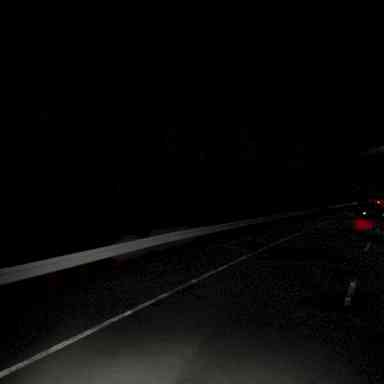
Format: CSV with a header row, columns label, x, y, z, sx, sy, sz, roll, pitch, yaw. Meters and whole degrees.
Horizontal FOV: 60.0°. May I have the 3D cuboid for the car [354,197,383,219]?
label,x,y,z,sx,sy,sz,roll,pitch,yaw
car,15.676,1.505,29.543,1.837,1.490,4.892,0,0,35

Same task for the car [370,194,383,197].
label,x,y,z,sx,sy,sz,roll,pitch,yaw
car,21.667,1.221,38.118,2.150,2.045,5.566,0,0,35
